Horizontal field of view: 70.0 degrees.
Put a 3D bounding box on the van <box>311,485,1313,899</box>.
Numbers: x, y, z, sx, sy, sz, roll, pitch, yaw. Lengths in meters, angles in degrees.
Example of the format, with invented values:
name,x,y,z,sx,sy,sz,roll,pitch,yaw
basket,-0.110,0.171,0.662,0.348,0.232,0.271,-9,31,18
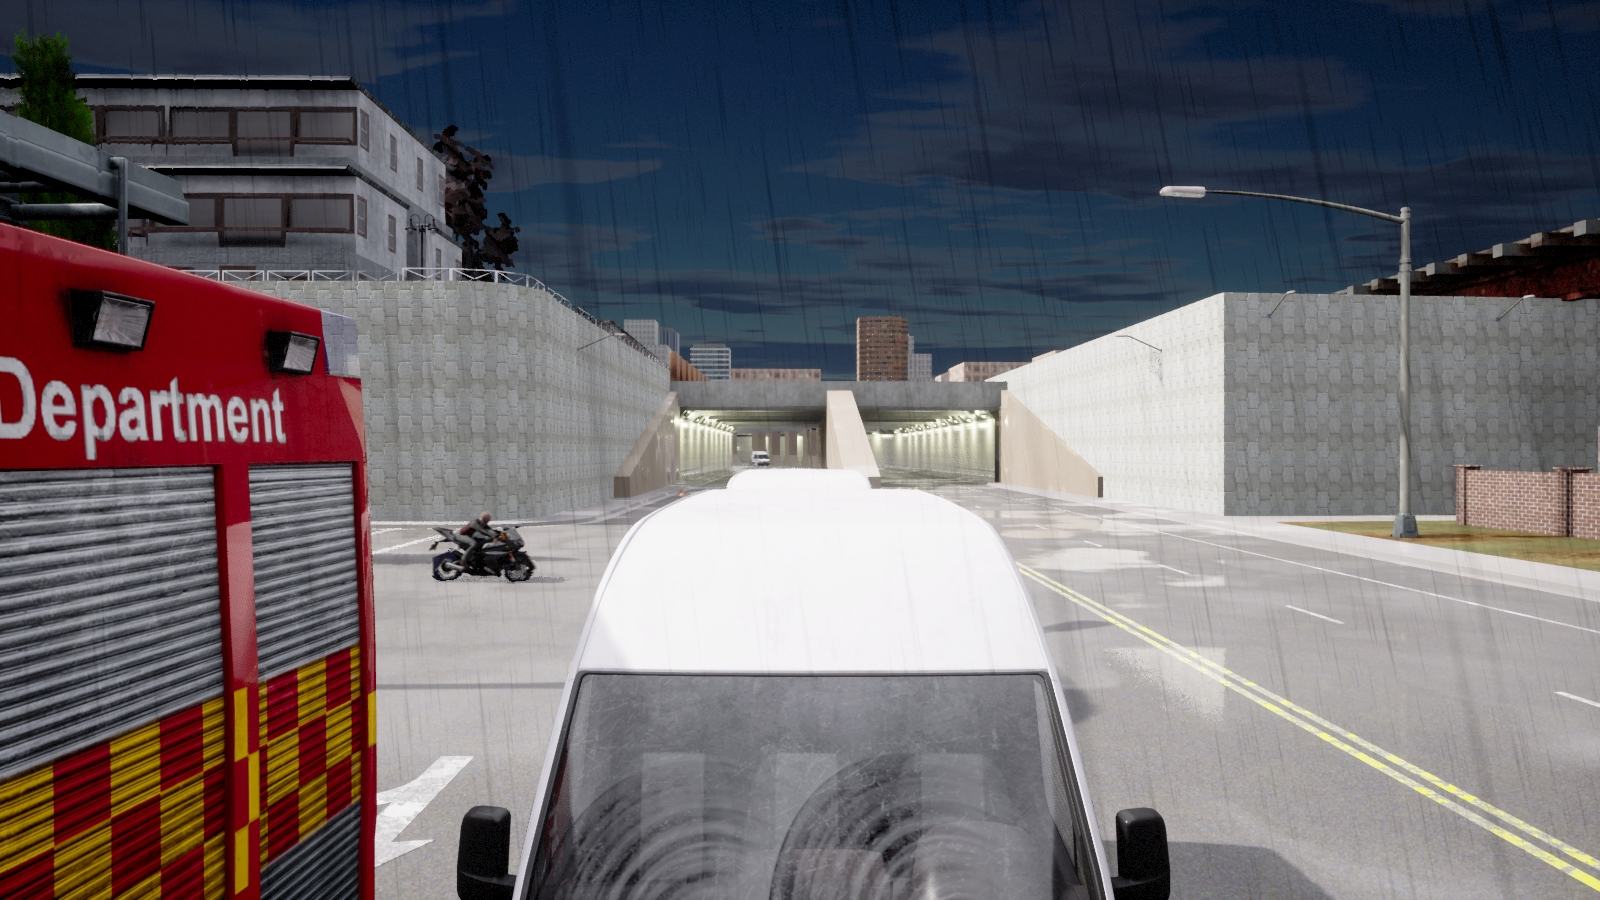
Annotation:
name,x,y,z,sx,sy,sz,roll,pitch,yaw
van,0.047,1.534,5.226,1.988,2.561,5.915,0,0,1
